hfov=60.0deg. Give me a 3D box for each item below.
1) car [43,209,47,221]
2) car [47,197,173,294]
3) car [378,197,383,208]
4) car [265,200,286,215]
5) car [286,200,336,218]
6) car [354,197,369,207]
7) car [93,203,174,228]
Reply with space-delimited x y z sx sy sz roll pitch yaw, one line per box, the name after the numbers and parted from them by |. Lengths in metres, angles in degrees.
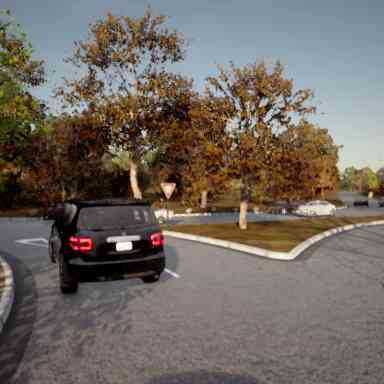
-7.616 1.145 22.628 4.553 1.767 2.097 0 0 -21 | car
-2.517 1.138 8.975 2.150 2.045 5.566 0 1 -26 | car
27.974 1.508 47.824 1.837 1.490 4.892 1 0 28 | car
9.174 1.421 32.099 4.892 1.490 1.837 1 0 -34 | car
10.846 1.466 29.353 4.674 1.442 1.812 1 0 -34 | car
25.487 1.457 50.028 1.882 1.535 5.008 0 0 27 | car
-3.684 1.421 21.082 4.718 1.301 1.895 0 0 -24 | car
